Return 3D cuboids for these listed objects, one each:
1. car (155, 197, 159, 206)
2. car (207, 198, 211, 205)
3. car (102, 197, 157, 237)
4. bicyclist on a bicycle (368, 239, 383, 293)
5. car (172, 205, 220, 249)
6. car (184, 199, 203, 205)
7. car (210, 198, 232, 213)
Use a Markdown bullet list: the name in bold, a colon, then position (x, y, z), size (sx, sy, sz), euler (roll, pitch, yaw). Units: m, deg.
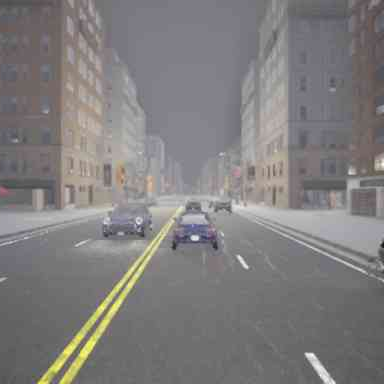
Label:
- **car**: position (-6.438, 1.589, 53.080), size (1.837, 1.490, 4.892), euler (0, 0, 0)
- **car**: position (3.306, 1.547, 47.683), size (2.128, 1.511, 4.902), euler (0, 0, 0)
- **car**: position (-3.330, 1.363, 17.913), size (2.097, 1.767, 4.553), euler (0, 0, 0)
- **bicyclist on a bicycle**: position (4.149, 1.383, 6.938), size (0.659, 1.776, 1.843), euler (0, 0, 0)
- **car**: position (0.115, 1.539, 14.615), size (1.812, 1.442, 4.674), euler (0, 0, 0)
- **car**: position (0.146, 1.543, 38.690), size (1.837, 1.490, 4.892), euler (0, 0, 0)
- **car**: position (3.391, 1.545, 37.352), size (1.837, 1.490, 4.892), euler (0, -1, 0)
